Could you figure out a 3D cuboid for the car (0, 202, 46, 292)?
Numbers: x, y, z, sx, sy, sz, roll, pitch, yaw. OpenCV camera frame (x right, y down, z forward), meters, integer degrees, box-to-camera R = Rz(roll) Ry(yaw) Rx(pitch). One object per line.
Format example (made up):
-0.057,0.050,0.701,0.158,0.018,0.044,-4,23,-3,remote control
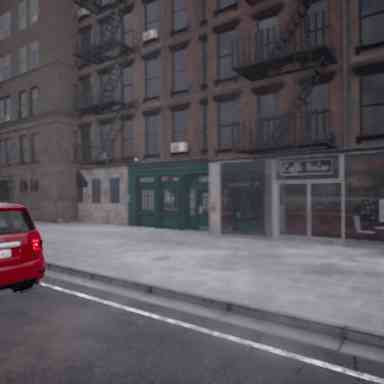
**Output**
-5.688,1.240,7.738,5.566,2.045,2.150,0,0,36,car
